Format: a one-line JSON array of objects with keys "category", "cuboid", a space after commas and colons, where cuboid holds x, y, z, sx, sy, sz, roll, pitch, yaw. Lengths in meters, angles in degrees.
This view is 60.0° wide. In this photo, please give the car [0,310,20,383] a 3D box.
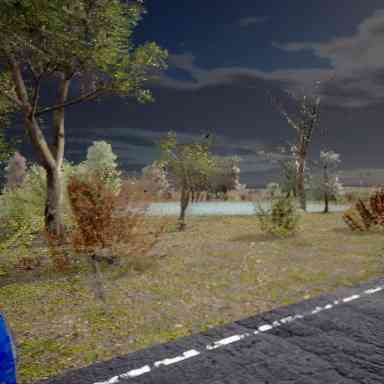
[{"category": "car", "cuboid": [-3.389, 1.223, 0.641, 5.566, 2.045, 2.150, 0, 0, -35]}]
